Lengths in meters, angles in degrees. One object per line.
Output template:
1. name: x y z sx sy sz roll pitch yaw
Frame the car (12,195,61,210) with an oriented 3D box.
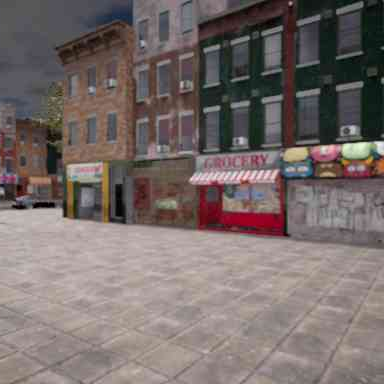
1. car: -14.327 0.973 30.897 1.947 1.339 4.313 1 1 35
